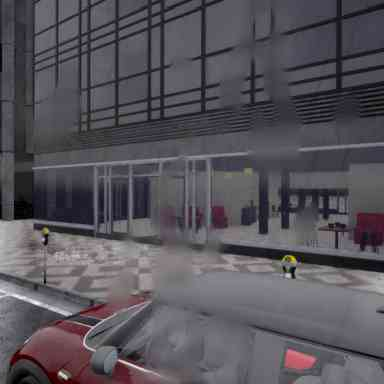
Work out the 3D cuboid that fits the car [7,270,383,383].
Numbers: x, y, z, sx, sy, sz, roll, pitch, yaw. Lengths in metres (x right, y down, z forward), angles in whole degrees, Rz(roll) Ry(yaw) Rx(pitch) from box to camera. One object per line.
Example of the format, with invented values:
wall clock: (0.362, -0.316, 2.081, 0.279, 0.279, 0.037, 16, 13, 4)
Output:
car: (0.196, 1.440, 2.820, 4.097, 1.590, 1.967, 0, 0, 36)
